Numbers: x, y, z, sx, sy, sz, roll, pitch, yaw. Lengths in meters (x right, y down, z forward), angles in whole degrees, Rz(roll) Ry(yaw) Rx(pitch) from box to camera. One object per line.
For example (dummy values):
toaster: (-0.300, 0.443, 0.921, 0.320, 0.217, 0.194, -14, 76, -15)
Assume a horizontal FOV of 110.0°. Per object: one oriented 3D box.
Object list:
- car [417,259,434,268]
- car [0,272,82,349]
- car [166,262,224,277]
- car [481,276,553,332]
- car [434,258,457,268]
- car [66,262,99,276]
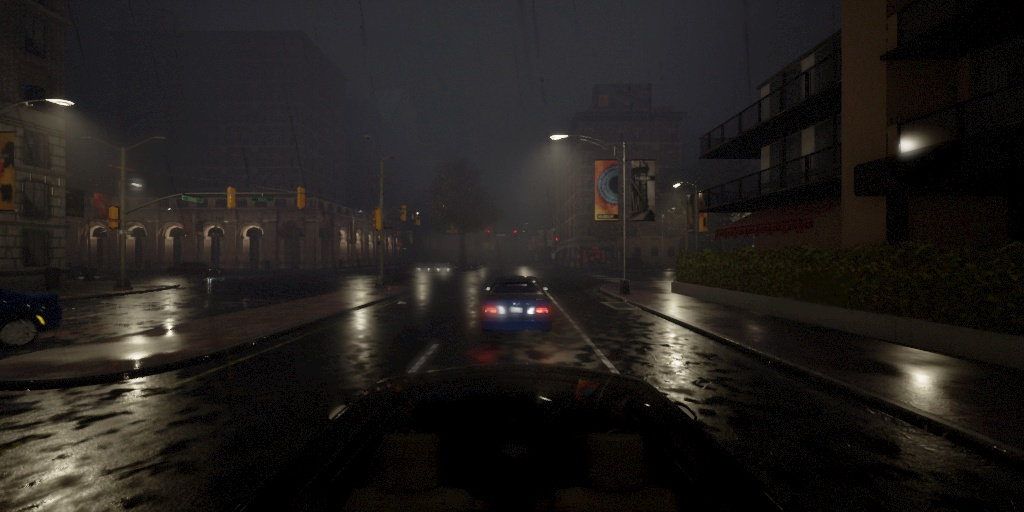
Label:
car: (-14.518, 1.228, 61.808, 1.882, 1.535, 5.008, 0, 0, 1)
car: (-11.572, 1.227, 6.303, 1.882, 1.535, 5.008, 0, 0, 1)
car: (-30.544, 1.276, 34.592, 4.674, 1.442, 1.812, 0, 0, 0)
car: (0.146, 1.297, 10.789, 2.033, 1.411, 5.357, 0, 0, 1)
car: (-11.052, 1.102, 59.739, 2.097, 1.767, 4.553, 0, 0, 1)
car: (-42.825, 1.314, 34.655, 4.181, 1.385, 1.994, 0, 0, 0)
